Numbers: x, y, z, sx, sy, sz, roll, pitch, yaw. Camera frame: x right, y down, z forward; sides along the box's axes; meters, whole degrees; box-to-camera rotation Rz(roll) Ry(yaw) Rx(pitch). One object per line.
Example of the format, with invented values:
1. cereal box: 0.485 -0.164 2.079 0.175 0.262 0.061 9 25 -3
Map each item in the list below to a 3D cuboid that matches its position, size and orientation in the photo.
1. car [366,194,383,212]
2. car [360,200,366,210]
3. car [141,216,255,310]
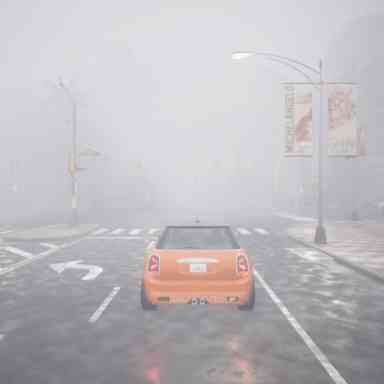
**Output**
1. car: 22.078 1.346 36.239 4.553 1.767 2.097 0 0 1
2. car: 23.205 1.215 39.735 5.566 2.045 2.150 0 0 1
3. car: 0.111 1.351 7.957 2.097 1.767 4.553 0 0 0
